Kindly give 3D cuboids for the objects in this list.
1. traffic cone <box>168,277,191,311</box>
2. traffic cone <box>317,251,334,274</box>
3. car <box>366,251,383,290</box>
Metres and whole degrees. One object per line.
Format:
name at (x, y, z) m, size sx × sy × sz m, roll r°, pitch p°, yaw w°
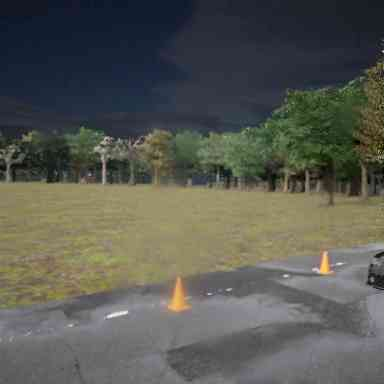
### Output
traffic cone at (-0.249, 1.970, 6.526) m, size 0.340 × 0.580 × 0.340 m, roll 0°, pitch 0°, yaw -36°
traffic cone at (3.792, 1.979, 9.452) m, size 0.340 × 0.580 × 0.340 m, roll 0°, pitch 0°, yaw -36°
car at (5.931, 1.585, 7.804) m, size 4.181 × 1.385 × 1.994 m, roll 0°, pitch 0°, yaw -36°
